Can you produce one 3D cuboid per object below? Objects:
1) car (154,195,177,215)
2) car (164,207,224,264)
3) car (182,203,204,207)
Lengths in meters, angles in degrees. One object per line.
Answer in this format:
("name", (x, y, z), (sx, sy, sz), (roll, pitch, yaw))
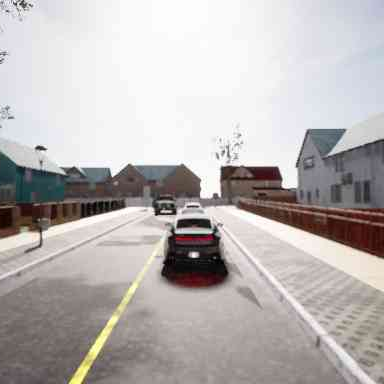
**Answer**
("car", (-2.812, 1.334, 36.371), (2.150, 2.045, 5.566), (0, -1, 0))
("car", (0.070, 1.514, 11.780), (1.837, 1.490, 4.892), (0, 0, 0))
("car", (0.072, 1.586, 27.022), (1.812, 1.442, 4.674), (0, 0, 0))
